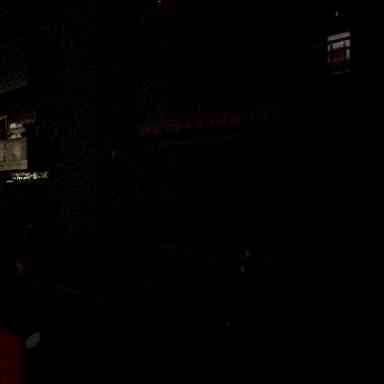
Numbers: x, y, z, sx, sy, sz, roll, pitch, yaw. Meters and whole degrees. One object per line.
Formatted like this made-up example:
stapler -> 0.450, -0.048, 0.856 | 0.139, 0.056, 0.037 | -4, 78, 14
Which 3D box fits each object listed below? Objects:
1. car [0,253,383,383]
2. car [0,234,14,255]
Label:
car -> -0.366, 1.533, 3.135 | 4.507, 1.381, 1.887 | 0, 0, 36
car -> -4.972, 1.398, 6.422 | 4.097, 1.590, 1.967 | 0, 0, 36
